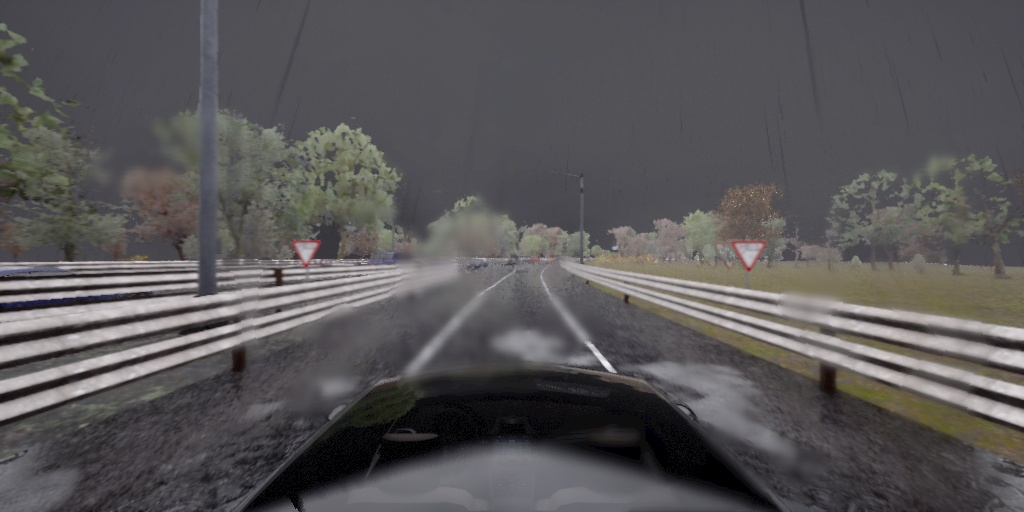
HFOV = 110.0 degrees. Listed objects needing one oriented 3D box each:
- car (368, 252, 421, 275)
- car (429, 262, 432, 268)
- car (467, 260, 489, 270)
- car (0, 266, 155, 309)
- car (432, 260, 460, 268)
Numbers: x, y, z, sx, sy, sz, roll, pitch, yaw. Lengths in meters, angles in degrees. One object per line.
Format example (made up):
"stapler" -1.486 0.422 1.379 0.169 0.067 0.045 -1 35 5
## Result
"car" -8.934 0.747 27.922 2.150 2.045 5.566 0 0 11
"car" -10.685 1.196 53.943 1.895 1.301 4.718 0 0 13
"car" -4.564 1.201 49.222 1.895 1.301 4.718 0 0 12
"car" -12.258 0.989 9.247 1.812 1.442 4.674 0 0 9
"car" -8.479 1.184 47.693 1.895 1.301 4.718 0 0 12
